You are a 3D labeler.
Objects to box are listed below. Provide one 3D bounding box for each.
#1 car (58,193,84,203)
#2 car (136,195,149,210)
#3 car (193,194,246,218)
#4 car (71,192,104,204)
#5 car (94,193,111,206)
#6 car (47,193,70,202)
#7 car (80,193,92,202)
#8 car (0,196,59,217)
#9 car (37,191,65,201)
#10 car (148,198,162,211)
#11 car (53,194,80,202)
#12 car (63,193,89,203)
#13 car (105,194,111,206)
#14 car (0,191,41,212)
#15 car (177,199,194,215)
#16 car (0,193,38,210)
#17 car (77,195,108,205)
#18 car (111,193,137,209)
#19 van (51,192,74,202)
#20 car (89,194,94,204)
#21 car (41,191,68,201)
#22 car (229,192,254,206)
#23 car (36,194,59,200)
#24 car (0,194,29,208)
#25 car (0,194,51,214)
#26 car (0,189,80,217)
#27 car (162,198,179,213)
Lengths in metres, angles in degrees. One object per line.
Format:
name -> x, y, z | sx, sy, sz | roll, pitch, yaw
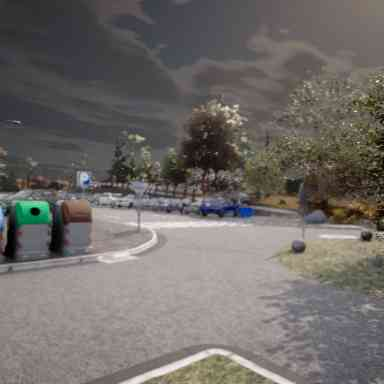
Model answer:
car -> -25.000, 1.257, 68.971 | 2.185, 1.767, 4.553 | 1, -2, 32
car -> -4.525, 1.511, 42.797 | 2.185, 1.767, 4.553 | 2, -2, 32
car -> 2.906, 1.476, 33.268 | 2.435, 2.045, 5.566 | 1, -2, 32
car -> -19.378, 1.203, 61.872 | 2.435, 2.045, 5.566 | 1, -2, 32
car -> -11.944, 1.294, 52.336 | 2.435, 2.045, 5.566 | 1, -2, 32
car -> -30.519, 1.191, 76.170 | 2.185, 1.767, 4.553 | 2, -2, 32
car -> -15.698, 1.246, 57.053 | 2.435, 2.045, 5.566 | 2, -2, 32
car -> -13.173, 1.060, 26.291 | 2.002, 1.452, 4.674 | 1, 0, 32
car -> -34.247, 1.017, 80.944 | 2.435, 2.045, 5.566 | 1, -2, 32
car -> -2.659, 1.534, 40.413 | 2.185, 1.767, 4.553 | 2, -2, 32
car -> -26.827, 1.363, 71.378 | 2.231, 1.521, 4.892 | 2, -2, 32
car -> -23.132, 1.280, 66.587 | 2.185, 1.767, 4.553 | 1, -2, 32
car -> -10.132, 1.595, 49.893 | 2.163, 1.488, 4.792 | 2, -2, 32
car -> -16.824, 0.850, 30.935 | 2.185, 1.767, 4.553 | 1, -1, 32
car -> 1.036, 1.704, 35.621 | 2.231, 1.521, 4.892 | 2, -2, 32
car -> -18.536, 0.955, 33.453 | 1.946, 1.575, 5.366 | 1, -1, 32
car -> -17.642, 1.464, 59.297 | 1.946, 1.575, 5.366 | 2, -2, 32
car -> -8.258, 1.337, 47.517 | 2.435, 2.045, 5.566 | 2, -2, 32
van -> -28.622, 1.118, 73.865 | 1.878, 1.987, 4.442 | 1, -2, 32
car -> -13.847, 1.522, 54.686 | 2.231, 1.521, 4.892 | 1, -2, 32
car -> -32.399, 1.039, 78.505 | 2.435, 2.045, 5.566 | 2, -2, 32
car -> 5.481, 0.770, 41.136 | 1.837, 1.490, 4.892 | 3, 3, -38
car -> -36.120, 1.274, 83.321 | 2.163, 1.488, 4.792 | 1, -2, 32
car -> -20.443, 0.933, 35.622 | 2.231, 1.521, 4.892 | 1, -1, 32
car -> -14.994, 0.999, 28.622 | 2.231, 1.521, 4.892 | 1, -1, 32
car -> -11.354, 0.791, 23.933 | 2.435, 2.045, 5.566 | 1, -1, 32
car -> -0.840, 1.553, 37.980 | 2.185, 1.767, 4.553 | 1, -2, 32
